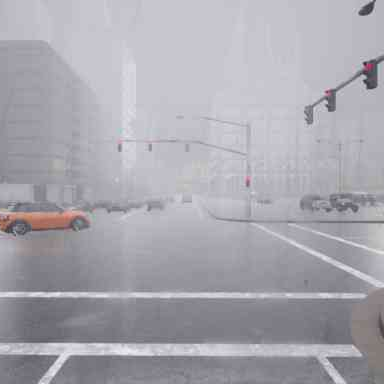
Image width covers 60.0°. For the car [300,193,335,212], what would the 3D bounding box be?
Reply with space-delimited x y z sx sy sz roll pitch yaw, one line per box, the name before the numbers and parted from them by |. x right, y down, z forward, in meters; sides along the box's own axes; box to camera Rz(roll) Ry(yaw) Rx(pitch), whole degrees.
car | 13.169 1.153 35.698 1.932 1.855 4.605 0 0 0

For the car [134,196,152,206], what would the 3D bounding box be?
car | -8.080 1.491 55.277 2.128 1.511 4.902 0 0 0

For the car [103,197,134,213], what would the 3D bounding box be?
car | -7.986 1.564 36.691 1.994 1.385 4.181 0 0 0

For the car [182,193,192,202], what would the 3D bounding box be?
car | -1.101 1.181 74.352 2.097 1.767 4.553 0 0 0

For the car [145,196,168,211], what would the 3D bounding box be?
car | -4.321 1.504 41.155 1.837 1.490 4.892 0 0 0

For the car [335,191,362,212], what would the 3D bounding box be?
car | 16.064 1.156 35.650 1.905 1.878 3.866 0 0 0

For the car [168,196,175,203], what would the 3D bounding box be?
car | -4.459 1.491 66.833 2.128 1.511 4.902 0 0 0

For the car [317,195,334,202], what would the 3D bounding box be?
car | 27.361 1.363 68.243 1.784 1.438 3.905 0 0 0

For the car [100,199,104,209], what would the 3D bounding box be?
car | -11.524 1.601 43.365 1.895 1.301 4.718 0 0 0

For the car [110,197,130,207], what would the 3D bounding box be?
car | -11.576 1.547 53.905 2.033 1.411 5.357 0 0 0

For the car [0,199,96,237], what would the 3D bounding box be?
car | -8.067 1.352 18.416 4.553 1.767 2.097 0 0 -41

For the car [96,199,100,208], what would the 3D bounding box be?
car | -11.471 1.491 34.097 2.128 1.511 4.902 0 0 0

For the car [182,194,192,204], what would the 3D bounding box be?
car | -1.051 1.601 65.624 1.895 1.301 4.718 0 0 0

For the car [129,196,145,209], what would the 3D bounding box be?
car | -8.034 1.352 45.393 2.097 1.767 4.553 0 0 0

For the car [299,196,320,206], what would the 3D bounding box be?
car | 18.731 1.395 53.123 1.970 1.475 3.806 0 0 0

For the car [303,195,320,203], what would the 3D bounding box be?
car | 24.466 1.395 68.238 1.970 1.475 3.806 0 0 0
